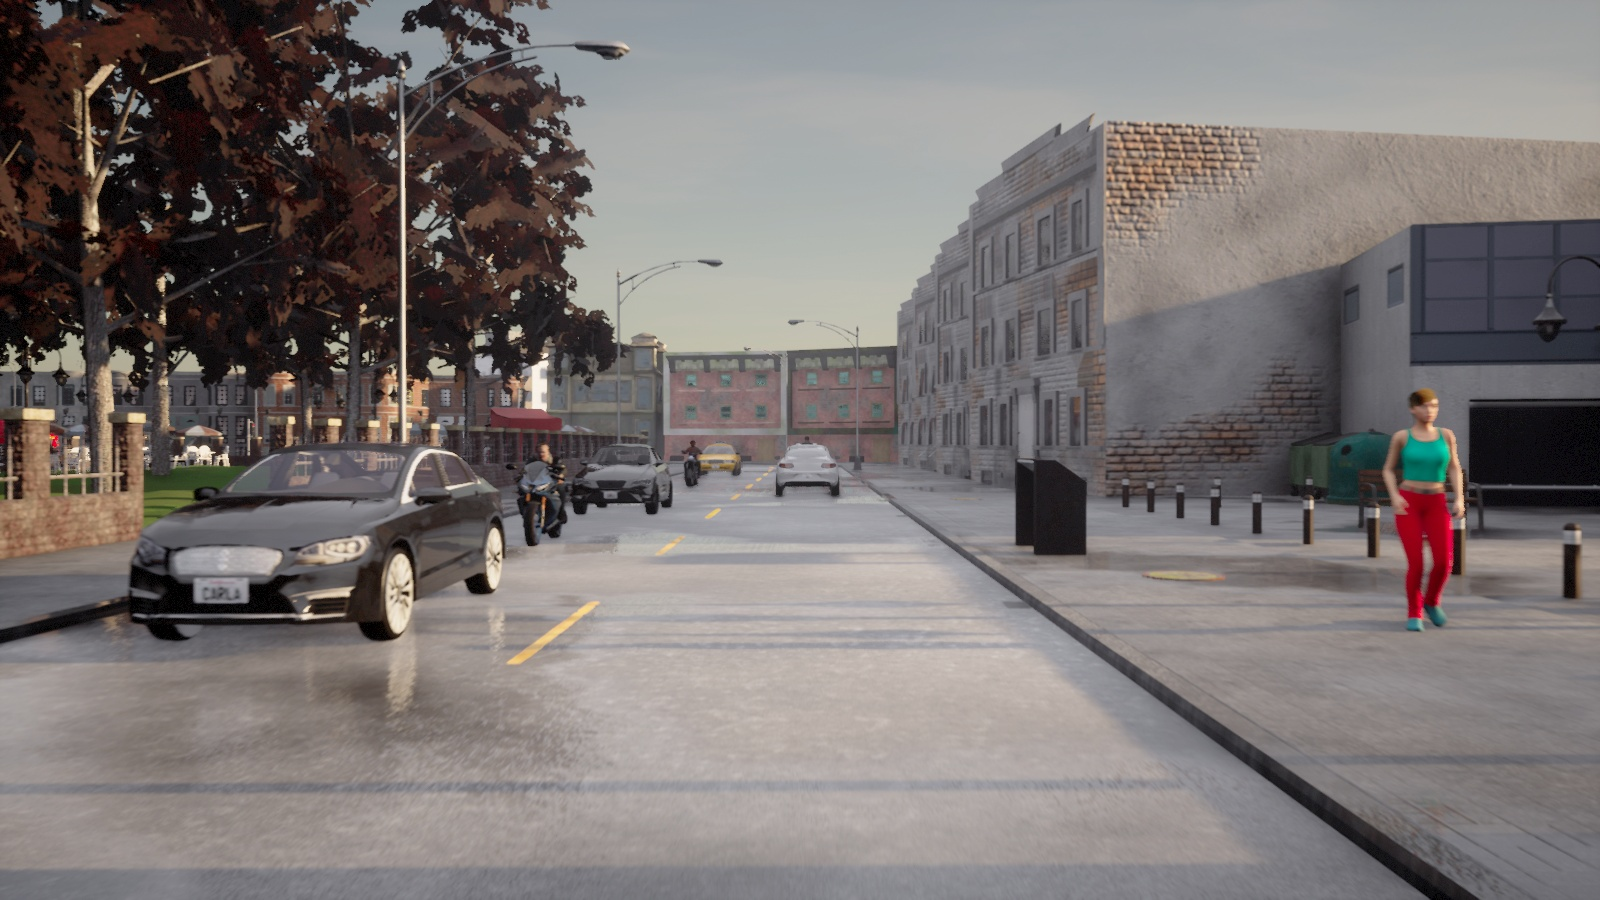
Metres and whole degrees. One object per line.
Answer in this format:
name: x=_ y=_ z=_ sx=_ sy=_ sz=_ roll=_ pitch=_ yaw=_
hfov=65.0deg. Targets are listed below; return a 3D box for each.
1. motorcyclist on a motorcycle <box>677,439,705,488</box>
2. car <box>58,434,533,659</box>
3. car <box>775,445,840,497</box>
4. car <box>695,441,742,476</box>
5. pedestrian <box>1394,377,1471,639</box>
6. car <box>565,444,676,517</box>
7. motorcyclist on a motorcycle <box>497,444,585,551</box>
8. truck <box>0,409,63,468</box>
motorcyclist on a motorcycle: x=-3.755 y=0.448 z=43.560 sx=0.766 sy=1.649 sz=2.350 roll=0 pitch=0 yaw=0
car: x=-3.922 y=0.638 z=10.910 sx=2.128 sy=1.511 sz=4.902 roll=0 pitch=0 yaw=0
car: x=0.217 y=0.562 z=37.261 sx=1.812 sy=1.442 sz=4.674 roll=0 pitch=0 yaw=0
car: x=-3.694 y=0.357 z=57.781 sx=1.801 sy=1.575 sz=5.366 roll=0 pitch=0 yaw=0
pedestrian: x=4.590 y=0.406 z=9.137 sx=0.345 sy=1.836 sz=0.594 roll=0 pitch=0 yaw=11
car: x=-3.829 y=0.603 z=27.413 sx=1.816 sy=1.474 sz=4.193 roll=0 pitch=0 yaw=0
motorcyclist on a motorcycle: x=-3.877 y=0.671 z=18.957 sx=0.866 sy=1.530 sz=2.191 roll=0 pitch=0 yaw=0
truck: x=-48.790 y=-0.705 z=76.517 sx=2.891 sy=3.462 sz=7.936 roll=0 pitch=0 yaw=1
